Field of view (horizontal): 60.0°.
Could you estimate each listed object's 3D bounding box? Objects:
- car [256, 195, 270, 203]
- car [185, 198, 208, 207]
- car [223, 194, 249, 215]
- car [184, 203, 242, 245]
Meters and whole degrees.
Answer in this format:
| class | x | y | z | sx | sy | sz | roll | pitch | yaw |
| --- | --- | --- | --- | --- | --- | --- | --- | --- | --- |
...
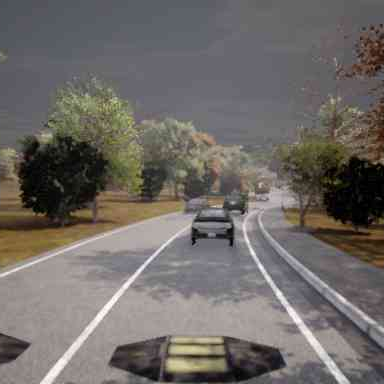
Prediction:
| class | x | y | z | sx | sy | sz | roll | pitch | yaw |
| --- | --- | --- | --- | --- | --- | --- | --- | --- | --- |
| car | 15.401 | 1.365 | 72.125 | 2.097 | 1.767 | 4.553 | 2 | 1 | 24 |
| car | 0.573 | 1.423 | 33.842 | 1.837 | 1.490 | 4.892 | 1 | 0 | 14 |
| car | 4.668 | 1.222 | 35.023 | 2.150 | 2.045 | 5.566 | 1 | 0 | 15 |
| car | 1.031 | 1.478 | 15.556 | 2.128 | 1.511 | 4.902 | 1 | 0 | 6 |
